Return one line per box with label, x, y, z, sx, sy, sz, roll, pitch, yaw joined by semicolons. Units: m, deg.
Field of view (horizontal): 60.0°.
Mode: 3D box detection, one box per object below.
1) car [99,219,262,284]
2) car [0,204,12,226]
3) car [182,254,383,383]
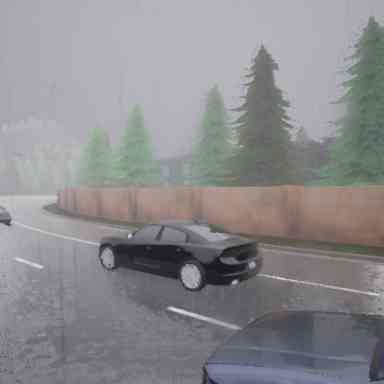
car;-0.545;1.486;9.078;5.008;1.535;1.882;0;0;39
car;-13.417;1.506;22.199;2.033;1.411;5.357;0;0;-38
car;2.626;1.564;2.158;5.357;1.411;2.033;0;0;35
